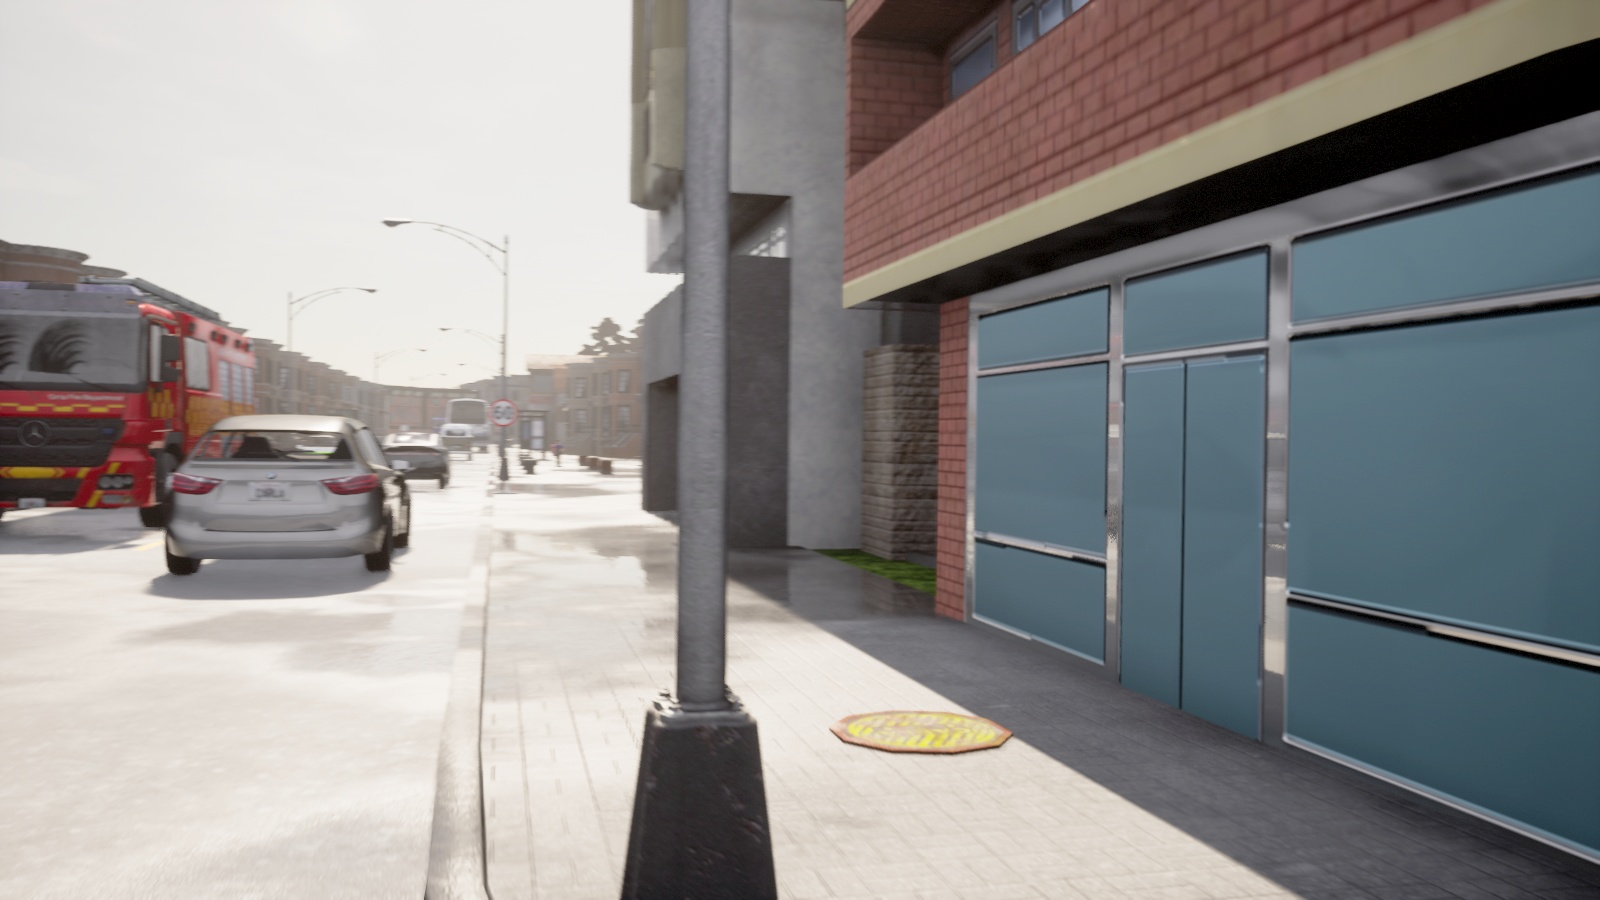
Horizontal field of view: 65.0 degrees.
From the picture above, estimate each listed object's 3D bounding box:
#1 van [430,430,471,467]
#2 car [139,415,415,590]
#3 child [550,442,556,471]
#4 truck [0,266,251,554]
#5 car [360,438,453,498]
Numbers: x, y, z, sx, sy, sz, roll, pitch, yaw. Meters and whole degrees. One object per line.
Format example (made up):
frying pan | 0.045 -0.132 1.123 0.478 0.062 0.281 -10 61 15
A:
van | -19.758 -0.097 71.063 2.069 2.038 4.480 0 1 -14
car | -5.761 0.474 14.491 2.242 1.667 4.611 0 1 -14
child | -10.730 0.273 54.539 0.270 1.263 0.437 0 1 -11
truck | -11.471 -0.562 20.874 2.891 3.827 8.468 0 1 -14
car | -10.763 0.426 34.661 2.128 1.511 4.902 0 1 -14
